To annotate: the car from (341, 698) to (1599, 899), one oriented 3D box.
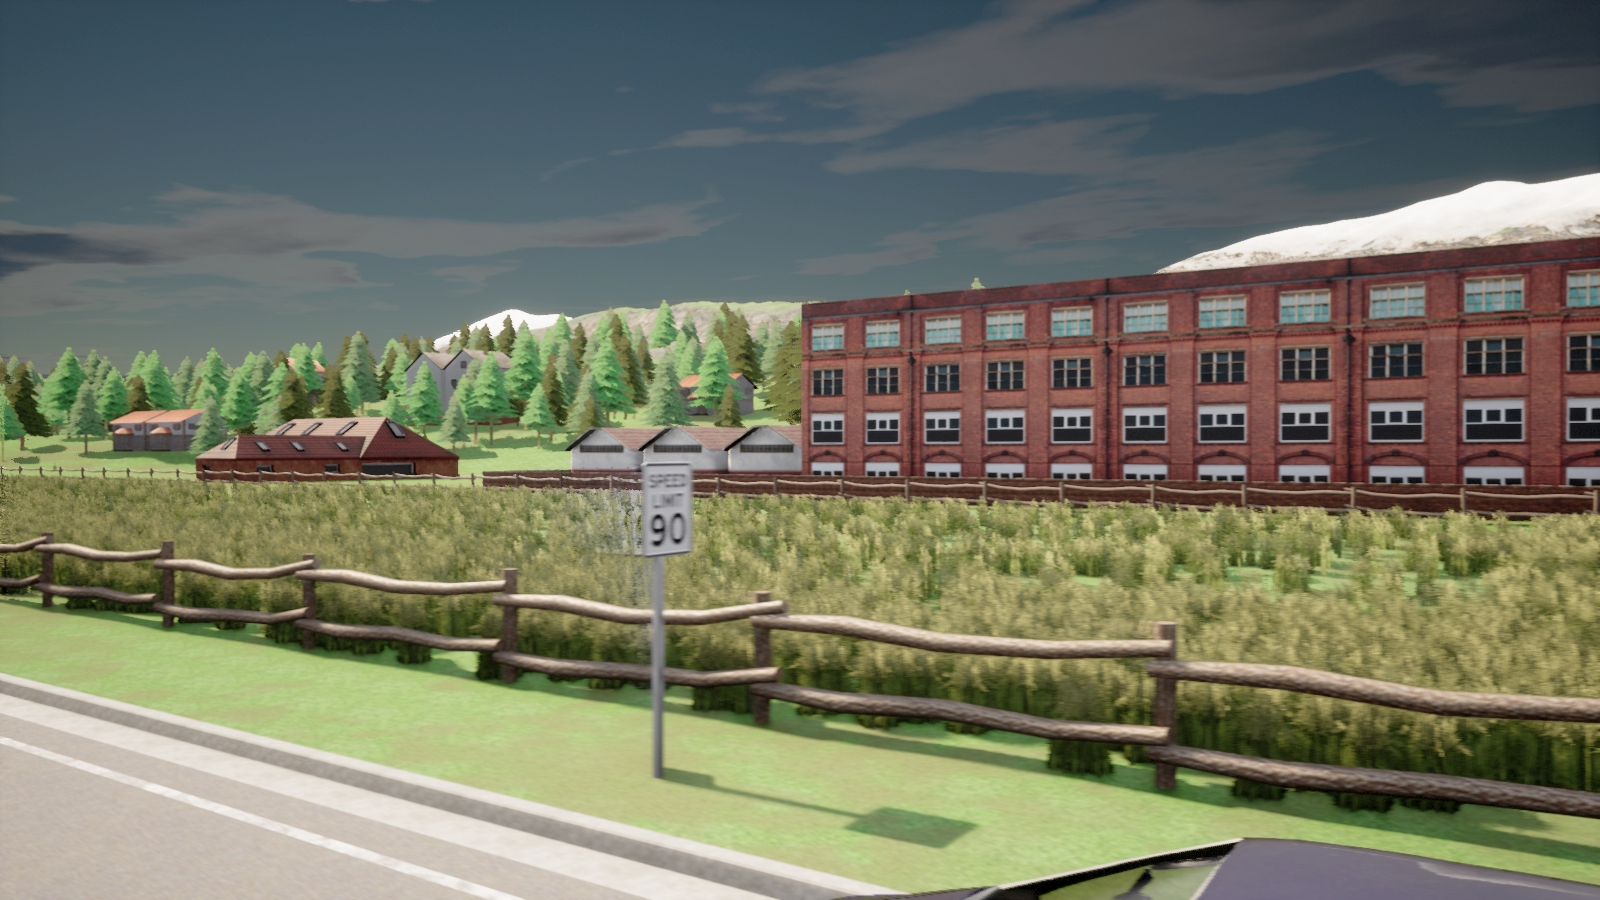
[{"bbox_3d":[1.179,1.969,3.029,4.611,1.667,2.242,0,0,34],"label":"car"}]
